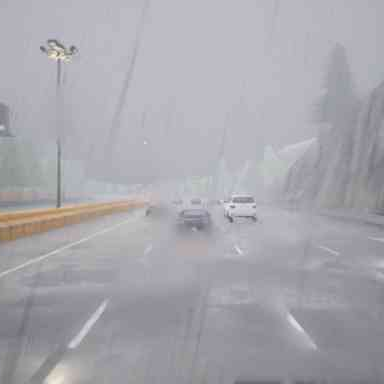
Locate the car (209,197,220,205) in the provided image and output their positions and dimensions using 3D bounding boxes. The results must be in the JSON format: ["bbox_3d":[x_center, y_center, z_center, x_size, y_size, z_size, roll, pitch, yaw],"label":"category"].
[{"bbox_3d":[4.265,1.633,62.004,2.033,1.411,5.357,0,0,1],"label":"car"}]

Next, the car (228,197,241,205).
[{"bbox_3d":[7.751,1.683,60.764,1.895,1.301,4.718,0,0,1],"label":"car"}]

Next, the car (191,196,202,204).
[{"bbox_3d":[0.793,1.580,63.866,2.128,1.511,4.902,0,0,1],"label":"car"}]

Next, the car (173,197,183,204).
[{"bbox_3d":[-2.704,1.656,64.021,1.994,1.385,4.181,0,0,1],"label":"car"}]

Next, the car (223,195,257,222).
[{"bbox_3d":[3.827,1.258,26.924,2.150,2.045,5.566,0,0,1],"label":"car"}]

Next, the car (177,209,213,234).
[{"bbox_3d":[0.169,1.628,19.220,1.895,1.301,4.718,0,0,1],"label":"car"}]

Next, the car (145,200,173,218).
[{"bbox_3d":[-3.119,1.571,30.831,1.812,1.442,4.674,0,0,1],"label":"car"}]
